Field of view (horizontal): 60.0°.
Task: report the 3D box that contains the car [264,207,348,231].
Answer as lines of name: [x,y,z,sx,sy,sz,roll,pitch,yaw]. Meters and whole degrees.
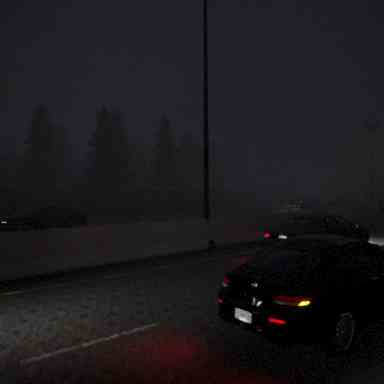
car: [4.763,1.501,12.419,5.357,1.411,2.033,0,0,-42]

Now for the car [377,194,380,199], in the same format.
car: [45.415,1.034,84.048,1.882,1.535,5.008,0,0,0]

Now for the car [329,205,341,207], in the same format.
car: [16.429,1.391,37.391,2.033,1.411,5.357,0,0,32]

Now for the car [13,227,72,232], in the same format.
car: [-8.705,1.530,19.586,4.892,1.490,1.837,0,0,-40]

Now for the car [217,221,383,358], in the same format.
car: [2.495,1.503,5.967,4.674,1.442,1.812,0,0,-39]

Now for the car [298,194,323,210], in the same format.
car: [14.993,1.197,41.874,2.097,1.767,4.553,0,0,30]
